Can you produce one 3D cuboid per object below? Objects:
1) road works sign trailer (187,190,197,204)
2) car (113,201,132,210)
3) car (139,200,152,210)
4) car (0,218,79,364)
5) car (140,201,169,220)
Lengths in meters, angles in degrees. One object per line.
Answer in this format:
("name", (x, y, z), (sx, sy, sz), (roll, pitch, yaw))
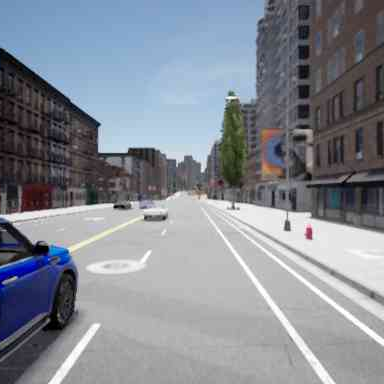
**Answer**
("road works sign trailer", (-0.005, 1.246, 84.449), (2.380, 3.560, 2.880), (0, -1, 3))
("car", (-9.845, 1.908, 47.274), (1.895, 1.301, 4.718), (0, -1, 0))
("car", (-6.594, 1.847, 48.707), (1.812, 1.442, 4.674), (0, 0, 0))
("car", (-3.154, 1.233, 3.766), (2.150, 2.045, 5.566), (0, 0, 0))
("car", (-3.161, 1.766, 30.005), (1.895, 1.301, 4.718), (0, 0, 0))
